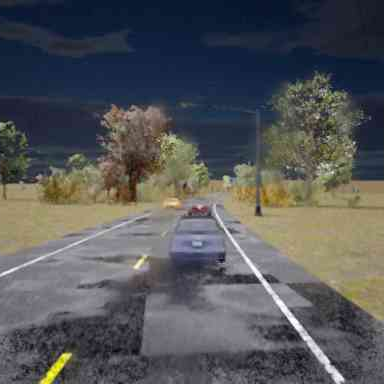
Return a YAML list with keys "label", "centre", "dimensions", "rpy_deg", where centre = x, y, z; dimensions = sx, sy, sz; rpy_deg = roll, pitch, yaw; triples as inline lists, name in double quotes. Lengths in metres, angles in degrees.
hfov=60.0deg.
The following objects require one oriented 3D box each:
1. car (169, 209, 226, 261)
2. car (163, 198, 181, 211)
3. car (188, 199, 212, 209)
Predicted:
- label: "car"
  centre: [0.211, 1.565, 12.237]
  dimensions: [2.033, 1.411, 5.357]
  rpy_deg: [0, 0, 1]
- label: "car"
  centre: [-2.460, 1.526, 41.372]
  dimensions: [1.882, 1.535, 5.008]
  rpy_deg: [0, 0, 3]
- label: "car"
  centre: [0.772, 1.395, 31.482]
  dimensions: [2.097, 1.767, 4.553]
  rpy_deg: [0, 0, 2]
